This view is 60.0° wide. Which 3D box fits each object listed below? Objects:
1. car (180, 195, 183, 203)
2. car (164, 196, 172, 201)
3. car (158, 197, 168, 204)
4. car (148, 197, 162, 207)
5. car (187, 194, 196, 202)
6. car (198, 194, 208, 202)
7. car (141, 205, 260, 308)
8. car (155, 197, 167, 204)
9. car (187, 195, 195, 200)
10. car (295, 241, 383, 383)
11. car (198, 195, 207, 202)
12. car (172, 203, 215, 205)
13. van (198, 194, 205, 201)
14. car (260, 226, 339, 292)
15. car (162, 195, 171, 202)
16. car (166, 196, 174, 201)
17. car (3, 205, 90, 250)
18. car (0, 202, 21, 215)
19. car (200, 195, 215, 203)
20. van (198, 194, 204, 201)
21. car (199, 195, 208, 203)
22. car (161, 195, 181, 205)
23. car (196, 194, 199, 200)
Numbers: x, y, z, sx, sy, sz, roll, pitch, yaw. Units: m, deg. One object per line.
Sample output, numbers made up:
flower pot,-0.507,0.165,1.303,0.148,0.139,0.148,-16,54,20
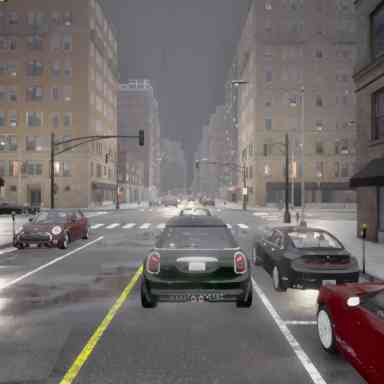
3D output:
car,-3.125,1.661,60.063,1.895,1.301,4.718,0,0,0
car,-6.082,1.721,85.619,1.802,1.307,4.206,0,0,0
car,-5.968,1.665,69.095,1.802,1.307,4.206,0,0,0
car,-5.852,1.595,52.571,2.008,1.369,4.403,0,0,0
car,-0.189,1.706,80.130,1.895,1.301,4.718,0,0,0
car,2.595,1.595,63.811,1.752,1.417,4.829,0,0,0
car,0.069,1.355,8.097,2.097,1.767,4.553,0,0,-1
car,-5.929,1.613,63.587,1.887,1.381,4.507,0,0,0
car,-0.259,1.542,90.105,1.994,1.385,4.181,0,0,0
car,2.683,1.545,3.209,1.887,1.381,4.507,0,0,0
car,2.482,1.559,80.162,1.967,1.590,4.097,0,0,0
car,0.137,1.497,15.400,2.128,1.511,4.902,0,0,0
van,2.444,1.481,85.670,1.690,1.788,3.998,0,0,0
car,2.697,1.553,8.700,2.008,1.369,4.403,0,0,0
car,-6.043,1.558,80.111,1.967,1.590,4.097,0,0,0
car,-6.121,1.727,91.127,1.947,1.339,4.313,0,0,0
car,-5.815,1.445,14.209,1.967,1.590,4.097,0,0,0
car,-16.315,1.531,30.247,4.718,1.301,1.895,0,0,0
car,2.673,1.590,52.627,1.887,1.381,4.507,0,0,0
van,2.405,1.503,91.176,1.690,1.788,3.998,0,0,0
car,2.520,1.540,74.656,1.967,1.590,4.097,0,0,0
car,-3.073,1.588,50.245,2.033,1.411,5.357,0,0,-1
car,2.559,1.399,69.148,2.192,1.841,5.009,0,0,0
